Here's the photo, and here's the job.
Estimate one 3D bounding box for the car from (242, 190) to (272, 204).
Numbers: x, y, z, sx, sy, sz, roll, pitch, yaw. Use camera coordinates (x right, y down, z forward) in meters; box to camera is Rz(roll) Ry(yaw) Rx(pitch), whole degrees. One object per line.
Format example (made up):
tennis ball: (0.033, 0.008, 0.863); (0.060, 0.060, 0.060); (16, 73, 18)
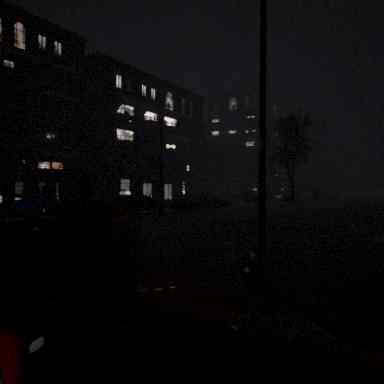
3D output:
car: (9.249, 0.871, 46.597); (2.008, 1.369, 4.403); (2, 2, 35)

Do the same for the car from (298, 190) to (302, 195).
car: (27.832, 0.106, 87.946); (1.887, 1.381, 4.507); (2, 2, 35)

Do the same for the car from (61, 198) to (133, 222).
car: (-6.664, 1.323, 23.749); (1.947, 1.339, 4.313); (2, 2, 35)

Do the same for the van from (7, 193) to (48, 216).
van: (-13.538, 1.028, 28.531); (1.690, 1.788, 3.998); (2, 2, 35)

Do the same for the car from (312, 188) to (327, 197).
car: (29.070, 0.003, 75.594); (2.150, 2.045, 5.566); (1, 1, 35)

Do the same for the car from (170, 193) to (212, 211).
car: (-0.299, 1.127, 32.887); (1.887, 1.381, 4.507); (2, 2, 35)

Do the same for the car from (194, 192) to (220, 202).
car: (2.372, 0.800, 51.386); (2.008, 1.369, 4.403); (2, 2, 35)

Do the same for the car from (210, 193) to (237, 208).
car: (2.883, 1.045, 37.457); (2.008, 1.369, 4.403); (2, 2, 35)

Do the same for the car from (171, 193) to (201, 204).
car: (-0.810, 0.902, 46.817); (1.947, 1.339, 4.313); (2, 2, 35)

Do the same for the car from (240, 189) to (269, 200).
car: (9.799, 0.575, 51.989); (2.097, 1.767, 4.553); (1, 1, 35)

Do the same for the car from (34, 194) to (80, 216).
car: (-10.406, 1.171, 28.525); (2.128, 1.511, 4.902); (1, 1, 35)

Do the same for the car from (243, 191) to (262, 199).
car: (11.823, 0.517, 64.956); (1.752, 1.417, 4.829); (2, 2, 35)

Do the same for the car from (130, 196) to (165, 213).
car: (-4.529, 1.122, 31.374); (1.837, 1.490, 4.892); (1, 1, 35)

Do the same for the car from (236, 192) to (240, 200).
car: (8.737, 0.642, 60.527); (1.947, 1.339, 4.313); (2, 2, 35)

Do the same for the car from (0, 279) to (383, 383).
car: (-0.316, 1.544, 3.096); (4.507, 1.381, 1.887); (0, 0, 36)

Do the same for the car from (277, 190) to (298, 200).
car: (15.712, 0.669, 55.877); (1.752, 1.417, 4.829); (2, 2, 35)

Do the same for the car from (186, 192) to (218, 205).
car: (1.460, 0.832, 45.532); (1.882, 1.535, 5.008); (1, 1, 35)
